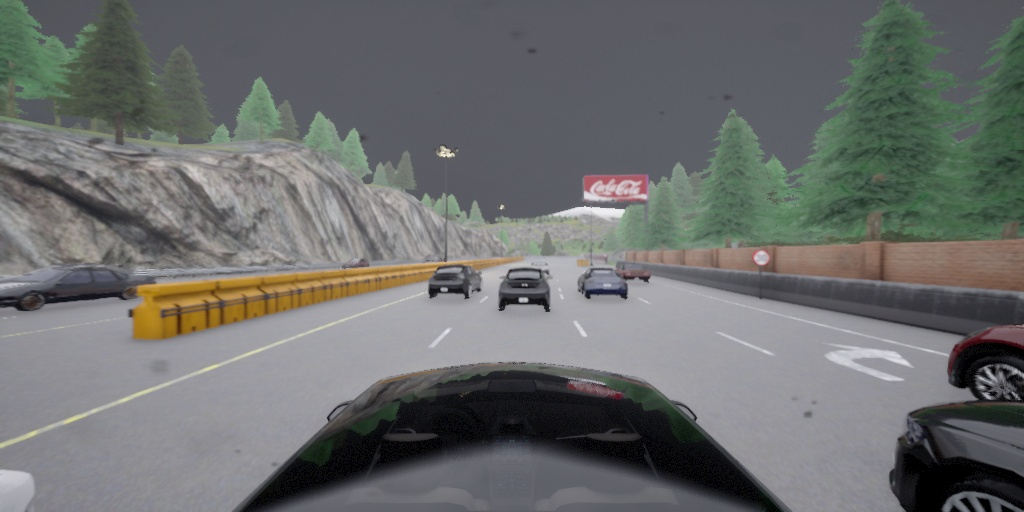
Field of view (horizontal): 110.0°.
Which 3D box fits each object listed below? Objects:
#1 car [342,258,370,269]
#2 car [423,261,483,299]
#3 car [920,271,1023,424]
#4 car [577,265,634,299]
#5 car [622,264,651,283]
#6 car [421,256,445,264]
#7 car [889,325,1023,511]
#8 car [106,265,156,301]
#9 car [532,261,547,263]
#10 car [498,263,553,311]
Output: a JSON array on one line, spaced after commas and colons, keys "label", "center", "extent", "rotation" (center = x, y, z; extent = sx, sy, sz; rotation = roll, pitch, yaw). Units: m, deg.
[{"label": "car", "center": [-20.649, 1.017, 47.828], "extent": [1.812, 1.442, 4.674], "rotation": [0, 0, 7]}, {"label": "car", "center": [-2.660, 1.175, 17.654], "extent": [1.837, 1.490, 4.892], "rotation": [0, 0, 5]}, {"label": "car", "center": [7.122, 1.112, 3.047], "extent": [2.097, 1.767, 4.553], "rotation": [0, 0, 0]}, {"label": "car", "center": [4.392, 1.249, 17.806], "extent": [1.994, 1.385, 4.181], "rotation": [0, 0, 5]}, {"label": "car", "center": [8.817, 1.254, 26.821], "extent": [1.895, 1.301, 4.718], "rotation": [0, 0, 6]}, {"label": "car", "center": [-10.173, 0.711, 46.984], "extent": [2.033, 1.411, 5.357], "rotation": [0, 0, 6]}, {"label": "car", "center": [3.640, 1.256, 0.499], "extent": [2.128, 1.511, 4.902], "rotation": [0, 0, -1]}, {"label": "car", "center": [-17.226, 1.202, 14.021], "extent": [2.033, 1.411, 5.357], "rotation": [0, 0, 4]}, {"label": "car", "center": [2.794, 1.197, 36.105], "extent": [1.895, 1.301, 4.718], "rotation": [0, 0, 6]}, {"label": "car", "center": [0.550, 1.198, 14.258], "extent": [1.837, 1.490, 4.892], "rotation": [0, 0, 4]}]
